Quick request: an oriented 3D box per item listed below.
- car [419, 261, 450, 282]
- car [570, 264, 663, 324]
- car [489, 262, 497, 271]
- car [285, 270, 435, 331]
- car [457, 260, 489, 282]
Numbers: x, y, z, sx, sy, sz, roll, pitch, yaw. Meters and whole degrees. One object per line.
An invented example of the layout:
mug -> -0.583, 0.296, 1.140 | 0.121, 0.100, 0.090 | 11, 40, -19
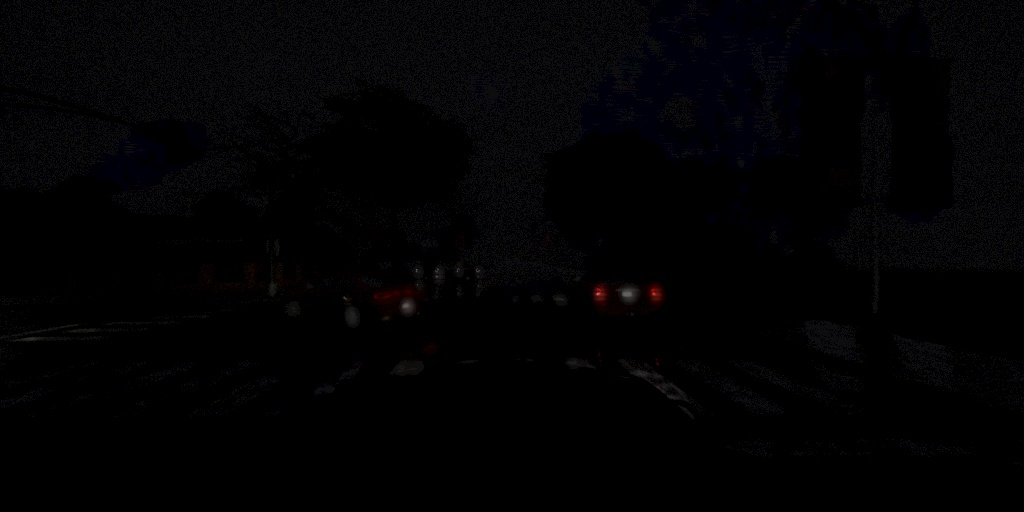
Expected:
car -> -6.586, 1.229, 30.401 | 2.097, 1.767, 4.553 | 0, 0, 0
car -> 3.342, 1.147, 12.336 | 2.097, 1.767, 4.553 | 0, 0, 0
car -> -3.280, 1.552, 53.468 | 1.994, 1.385, 4.181 | 0, 0, 1
car -> -5.028, 1.277, 11.257 | 5.008, 1.535, 1.882 | -1, -1, 31
car -> -3.336, 1.228, 30.400 | 2.097, 1.767, 4.553 | 0, 0, 0
